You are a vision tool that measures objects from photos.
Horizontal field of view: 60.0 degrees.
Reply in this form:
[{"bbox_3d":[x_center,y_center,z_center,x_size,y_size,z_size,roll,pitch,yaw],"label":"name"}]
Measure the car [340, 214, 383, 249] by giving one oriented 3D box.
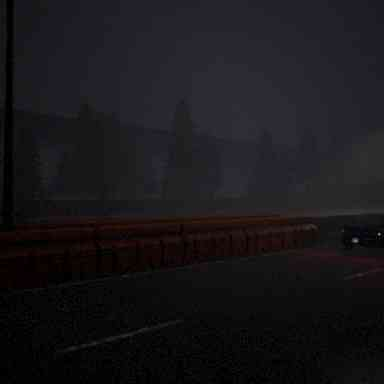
[{"bbox_3d":[8.060,1.661,13.920,4.674,1.442,1.812,0,0,-35],"label":"car"}]
